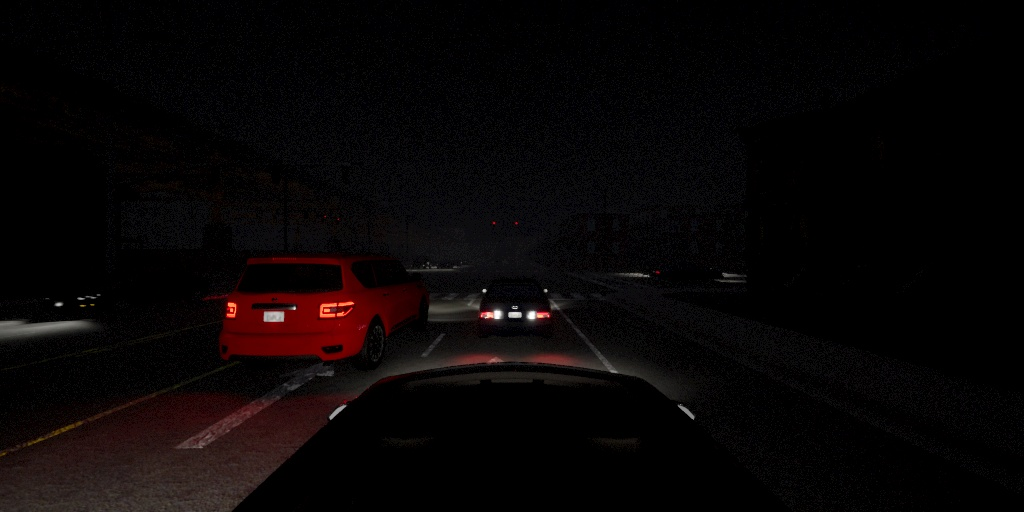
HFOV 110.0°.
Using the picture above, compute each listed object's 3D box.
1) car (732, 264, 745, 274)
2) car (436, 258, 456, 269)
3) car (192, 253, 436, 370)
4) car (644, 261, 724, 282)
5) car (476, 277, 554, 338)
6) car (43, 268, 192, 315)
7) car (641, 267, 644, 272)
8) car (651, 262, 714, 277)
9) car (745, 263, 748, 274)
[{"bbox_3d":[26.835,1.255,39.374,4.892,1.490,1.837,0,0,0],"label":"car"},{"bbox_3d":[-10.584,1.228,56.713,1.882,1.535,5.008,0,0,0],"label":"car"},{"bbox_3d":[-3.425,0.971,7.872,2.150,2.045,5.566,0,0,0],"label":"car"},{"bbox_3d":[13.826,1.297,28.644,5.357,1.411,2.033,0,0,0],"label":"car"},{"bbox_3d":[0.084,1.297,10.125,2.033,1.411,5.357,0,0,0],"label":"car"},{"bbox_3d":[-14.098,1.255,13.579,1.837,1.490,4.892,0,0,0],"label":"car"},{"bbox_3d":[17.107,1.297,39.369,5.357,1.411,2.033,0,0,2],"label":"car"},{"bbox_3d":[17.001,1.297,35.885,5.357,1.411,2.033,0,0,0],"label":"car"},{"bbox_3d":[26.557,1.351,35.876,4.718,1.301,1.895,0,0,0],"label":"car"}]
